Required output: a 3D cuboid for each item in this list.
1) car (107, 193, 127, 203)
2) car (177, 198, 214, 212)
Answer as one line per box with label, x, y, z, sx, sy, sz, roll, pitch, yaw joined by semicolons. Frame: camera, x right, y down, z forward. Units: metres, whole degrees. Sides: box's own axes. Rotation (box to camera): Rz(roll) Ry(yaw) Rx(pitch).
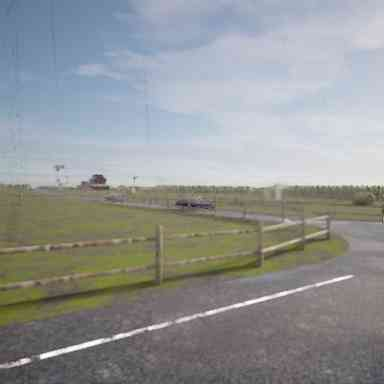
car;-11.732;0.862;51.616;1.812;1.442;4.674;1;0;-34
car;0.437;1.284;34.568;1.895;1.301;4.718;2;0;-37
